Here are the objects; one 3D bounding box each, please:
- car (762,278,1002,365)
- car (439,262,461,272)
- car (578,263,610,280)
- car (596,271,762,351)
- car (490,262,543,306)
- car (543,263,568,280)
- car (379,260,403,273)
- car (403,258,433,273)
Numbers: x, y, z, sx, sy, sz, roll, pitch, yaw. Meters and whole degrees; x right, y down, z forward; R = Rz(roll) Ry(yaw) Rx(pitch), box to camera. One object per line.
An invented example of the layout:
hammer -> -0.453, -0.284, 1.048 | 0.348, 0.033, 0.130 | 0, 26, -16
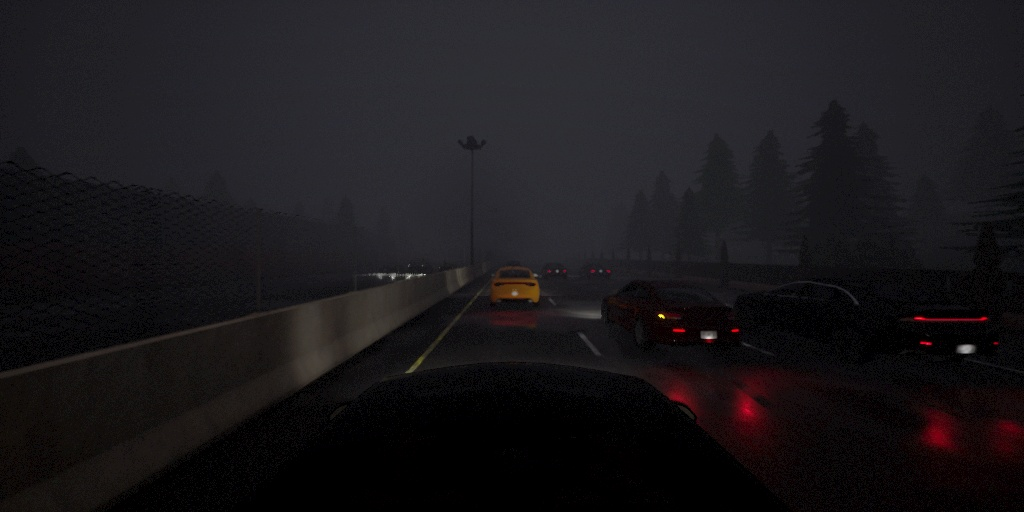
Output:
car -> 7.101, 1.236, 8.028 | 2.128, 1.511, 4.902 | 0, 0, 0
car -> -7.083, 1.314, 40.807 | 1.895, 1.301, 4.718 | 0, 0, 0
car -> 7.104, 1.270, 31.187 | 2.033, 1.411, 5.357 | 0, 0, 0
car -> 3.597, 1.269, 8.850 | 1.812, 1.442, 4.674 | 0, 0, 0
car -> 0.103, 1.215, 15.606 | 1.882, 1.535, 5.008 | 0, 0, 0
car -> 3.603, 1.270, 31.083 | 2.033, 1.411, 5.357 | 0, 0, 0
car -> -14.075, 1.238, 42.139 | 1.812, 1.442, 4.674 | 0, 0, 0
car -> -10.577, 1.063, 41.599 | 2.097, 1.767, 4.553 | 0, 0, 0
